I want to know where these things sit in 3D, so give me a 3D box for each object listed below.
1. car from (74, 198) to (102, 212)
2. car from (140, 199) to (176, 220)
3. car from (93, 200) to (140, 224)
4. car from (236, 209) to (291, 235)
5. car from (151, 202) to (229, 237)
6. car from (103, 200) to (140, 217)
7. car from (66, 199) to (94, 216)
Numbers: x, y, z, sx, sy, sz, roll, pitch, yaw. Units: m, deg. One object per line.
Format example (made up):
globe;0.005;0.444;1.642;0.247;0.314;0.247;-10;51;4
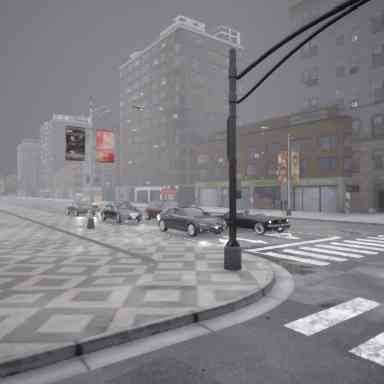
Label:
car;-13.344;1.620;42.411;1.882;1.535;5.008;0;0;-36
car;-1.964;1.435;26.712;2.097;1.767;4.553;0;0;-36
car;-5.679;1.581;26.286;2.128;1.511;4.902;0;0;-36
car;3.363;1.648;19.388;1.895;1.301;4.718;0;0;-36
car;-0.181;1.558;18.728;1.837;1.490;4.892;0;0;-36
car;-7.306;1.619;34.057;1.837;1.490;4.892;0;0;-36
car;-11.529;1.627;34.344;1.837;1.490;4.892;0;0;-36
